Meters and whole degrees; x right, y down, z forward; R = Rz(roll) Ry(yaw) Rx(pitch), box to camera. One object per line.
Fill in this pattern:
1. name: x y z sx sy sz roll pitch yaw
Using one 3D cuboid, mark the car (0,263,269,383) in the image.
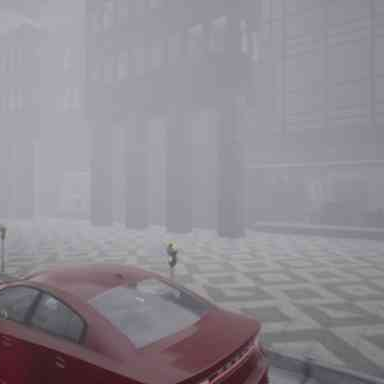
1. car: -1.377 1.548 3.943 4.507 1.381 1.887 0 0 35
